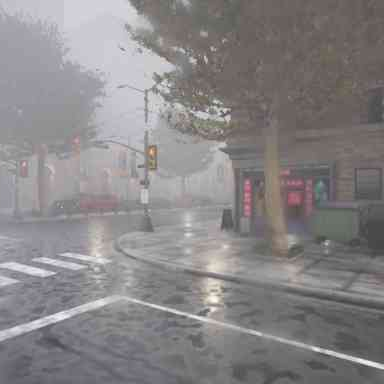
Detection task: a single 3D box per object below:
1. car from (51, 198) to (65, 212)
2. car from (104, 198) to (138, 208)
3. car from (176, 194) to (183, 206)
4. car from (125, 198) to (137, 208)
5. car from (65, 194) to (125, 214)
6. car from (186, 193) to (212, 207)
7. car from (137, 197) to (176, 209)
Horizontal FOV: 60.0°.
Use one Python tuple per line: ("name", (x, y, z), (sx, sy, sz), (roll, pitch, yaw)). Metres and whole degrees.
("car", (-13.258, 1.221, 38.265), (2.150, 2.045, 5.566), (0, 0, 36))
("car", (-10.178, 1.595, 47.908), (1.895, 1.301, 4.718), (0, 0, 36))
("car", (-0.907, 1.222, 55.341), (2.150, 2.045, 5.566), (0, 0, 36))
("car", (-7.158, 1.491, 46.705), (2.128, 1.511, 4.902), (0, 0, 36))
("car", (-10.420, 1.221, 36.218), (2.150, 2.045, 5.566), (0, 0, 36))
("car", (1.276, 1.352, 52.384), (2.097, 1.767, 4.553), (0, 0, 36))
("car", (-4.671, 1.526, 44.172), (1.812, 1.442, 4.674), (0, 0, 36))
